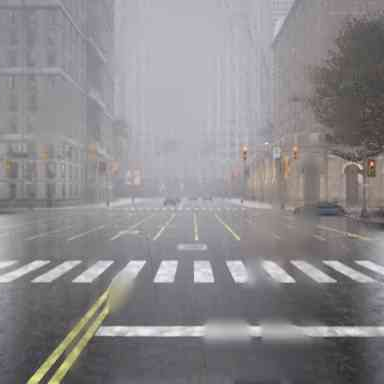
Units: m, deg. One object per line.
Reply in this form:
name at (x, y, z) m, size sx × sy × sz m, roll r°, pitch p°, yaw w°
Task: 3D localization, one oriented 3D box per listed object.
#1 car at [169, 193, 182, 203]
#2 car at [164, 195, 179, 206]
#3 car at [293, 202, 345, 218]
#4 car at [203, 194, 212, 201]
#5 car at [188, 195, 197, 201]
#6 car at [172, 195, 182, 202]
car at (-3.509, 1.164, 65.051) m, size 2.150 × 2.045 × 5.566 m, roll 0°, pitch 0°, yaw 1°
car at (-3.563, 1.553, 54.928) m, size 1.895 × 1.301 × 4.718 m, roll 0°, pitch 0°, yaw 1°
car at (11.069, 1.539, 29.042) m, size 4.181 × 1.385 × 1.994 m, roll 0°, pitch 0°, yaw -8°
car at (3.667, 1.212, 78.689) m, size 2.097 × 1.767 × 4.553 m, roll 0°, pitch 0°, yaw 1°
car at (0.168, 1.381, 78.754) m, size 2.128 × 1.511 × 4.902 m, roll 0°, pitch 0°, yaw 1°
car at (-3.366, 1.435, 75.514) m, size 1.837 × 1.490 × 4.892 m, roll 0°, pitch 0°, yaw 1°
